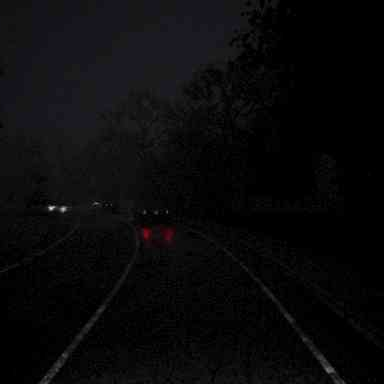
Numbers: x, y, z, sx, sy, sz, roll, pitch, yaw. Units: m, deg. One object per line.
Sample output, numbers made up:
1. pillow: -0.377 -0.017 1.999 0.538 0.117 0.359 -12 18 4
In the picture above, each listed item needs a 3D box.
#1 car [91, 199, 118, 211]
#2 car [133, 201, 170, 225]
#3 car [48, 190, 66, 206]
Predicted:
1. car: -10.777 1.551 40.921 2.033 1.411 5.357 4 -2 -34
2. car: -3.104 1.443 24.840 2.097 1.767 4.553 2 0 -18
3. car: -19.733 0.795 46.728 2.150 2.045 5.566 5 -2 -43
